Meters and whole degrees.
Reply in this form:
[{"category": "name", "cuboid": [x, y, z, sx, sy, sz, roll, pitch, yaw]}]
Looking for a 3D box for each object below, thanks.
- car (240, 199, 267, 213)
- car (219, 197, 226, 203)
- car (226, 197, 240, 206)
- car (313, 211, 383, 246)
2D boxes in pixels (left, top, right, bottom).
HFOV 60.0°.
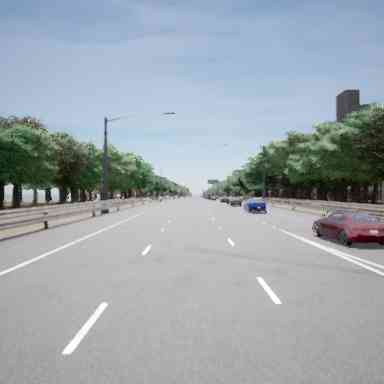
[{"category": "car", "cuboid": [7.017, 1.495, 37.362, 1.882, 1.535, 5.008, 0, 0, 0]}, {"category": "car", "cuboid": [7.156, 1.752, 74.067, 1.812, 1.442, 4.674, 0, -1, 0]}, {"category": "car", "cuboid": [7.063, 1.597, 54.480, 1.812, 1.442, 4.674, 0, 0, 0]}, {"category": "car", "cuboid": [7.197, 1.574, 15.304, 1.994, 1.385, 4.181, 0, 0, -3]}]
